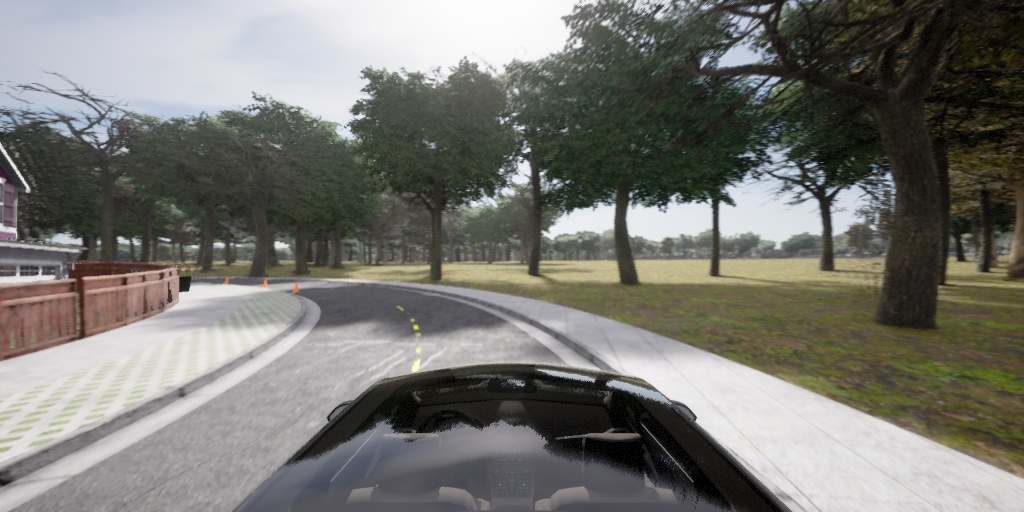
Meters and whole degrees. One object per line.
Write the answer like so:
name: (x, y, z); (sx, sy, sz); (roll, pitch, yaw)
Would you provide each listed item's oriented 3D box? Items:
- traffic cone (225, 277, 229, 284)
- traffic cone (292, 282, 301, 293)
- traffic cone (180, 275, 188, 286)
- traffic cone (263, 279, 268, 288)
traffic cone: (-19.775, 1.730, 24.873); (0.340, 0.580, 0.340); (0, 0, 21)
traffic cone: (-12.073, 1.756, 20.095); (0.340, 0.580, 0.340); (0, 0, 42)
traffic cone: (-24.142, 1.711, 26.154); (0.340, 0.580, 0.340); (0, 0, 11)
traffic cone: (-15.708, 1.747, 22.832); (0.340, 0.580, 0.340); (0, 0, 32)
